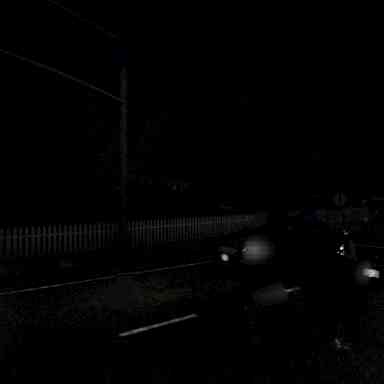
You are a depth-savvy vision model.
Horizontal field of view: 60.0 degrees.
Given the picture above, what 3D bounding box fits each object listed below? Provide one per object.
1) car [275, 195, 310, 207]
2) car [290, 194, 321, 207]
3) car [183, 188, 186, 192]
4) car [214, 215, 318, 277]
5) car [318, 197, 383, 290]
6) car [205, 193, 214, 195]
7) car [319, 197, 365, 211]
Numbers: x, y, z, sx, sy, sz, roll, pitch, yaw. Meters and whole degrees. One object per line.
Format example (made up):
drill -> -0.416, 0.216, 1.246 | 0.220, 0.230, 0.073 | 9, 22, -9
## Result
car -> 15.847, 1.330, 52.607 | 1.882, 1.535, 5.008 | 0, 3, -37
car -> 14.841, 1.212, 42.339 | 2.150, 2.045, 5.566 | 0, 0, -37
car -> 0.150, -0.277, 67.798 | 1.895, 1.301, 4.718 | 0, 7, -37
car -> 2.881, 1.491, 10.328 | 4.902, 1.511, 2.128 | 0, 0, -35
car -> 5.732, 1.221, 8.063 | 5.566, 2.045, 2.150 | 0, 0, -35
car -> 3.963, 0.477, 56.764 | 2.150, 2.045, 5.566 | 0, 5, -37
car -> 19.106, 1.483, 42.510 | 2.128, 1.511, 4.902 | 0, 0, -37
